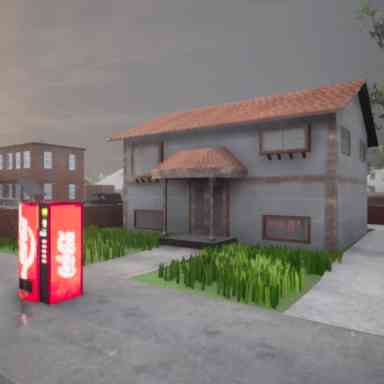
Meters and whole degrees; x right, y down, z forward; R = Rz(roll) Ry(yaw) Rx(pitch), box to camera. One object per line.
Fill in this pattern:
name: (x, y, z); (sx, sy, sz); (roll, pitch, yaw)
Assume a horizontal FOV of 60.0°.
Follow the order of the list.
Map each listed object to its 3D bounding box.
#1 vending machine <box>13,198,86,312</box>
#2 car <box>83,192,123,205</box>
vending machine: (-2.939, 1.195, 6.924); (0.880, 2.100, 1.100); (0, 0, 35)
car: (-6.422, 0.972, 23.158); (3.866, 1.878, 1.905); (0, 0, 35)
